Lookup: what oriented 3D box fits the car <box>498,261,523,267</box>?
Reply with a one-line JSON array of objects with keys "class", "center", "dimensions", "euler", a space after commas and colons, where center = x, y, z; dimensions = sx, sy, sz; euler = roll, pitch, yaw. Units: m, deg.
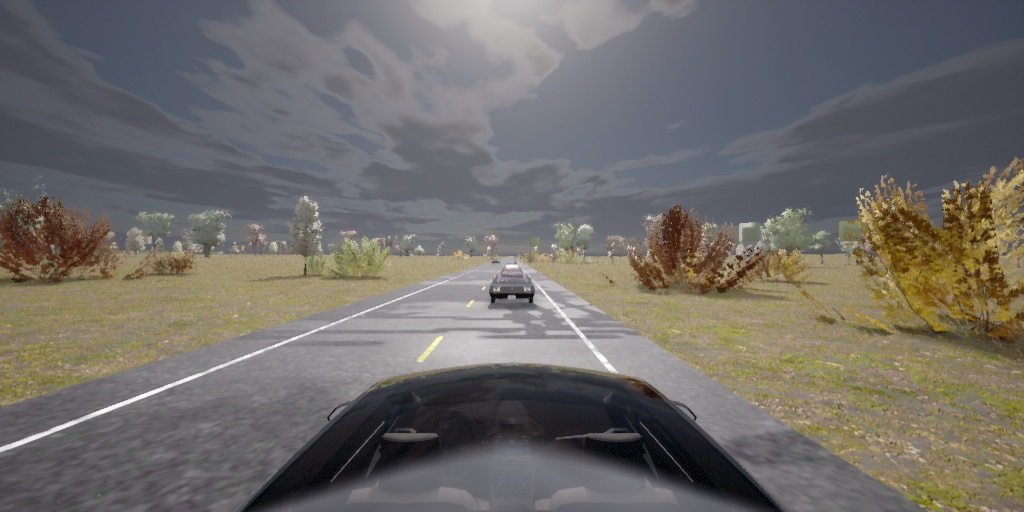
[{"class": "car", "center": [0.000, 1.330, 31.500], "dimensions": [1.994, 1.385, 4.181], "euler": [0, 0, 0]}]

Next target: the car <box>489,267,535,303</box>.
[{"class": "car", "center": [0.000, 1.368, 16.530], "dimensions": [1.895, 1.301, 4.718], "euler": [0, 0, 0]}]
